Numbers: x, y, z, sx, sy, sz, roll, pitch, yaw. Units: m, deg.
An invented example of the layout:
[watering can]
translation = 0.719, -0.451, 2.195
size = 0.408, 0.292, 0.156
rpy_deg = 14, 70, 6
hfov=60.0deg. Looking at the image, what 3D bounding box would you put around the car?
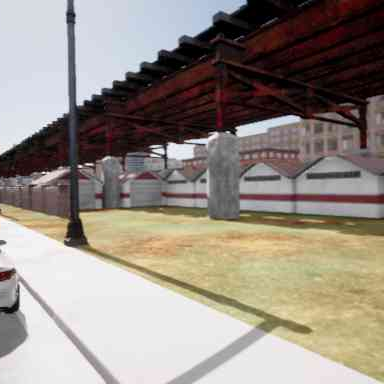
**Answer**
[car]
translation = -4.763, 1.509, 6.703
size = 1.812, 1.442, 4.674
rpy_deg = -2, 1, -37
